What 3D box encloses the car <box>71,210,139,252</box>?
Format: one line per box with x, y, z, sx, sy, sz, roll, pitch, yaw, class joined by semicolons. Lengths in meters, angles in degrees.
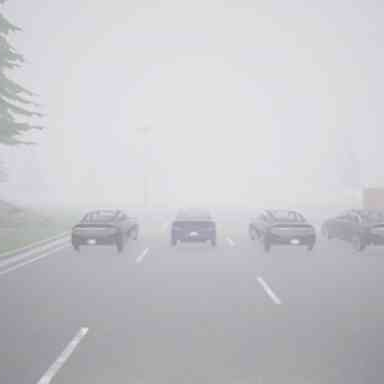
-3.432;1.488;13.864;2.128;1.511;4.902;0;0;0;car

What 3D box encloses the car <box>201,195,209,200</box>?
3.494;1.524;89.140;1.994;1.385;4.181;0;0;0;car

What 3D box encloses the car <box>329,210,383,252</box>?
7.069;1.488;13.865;2.128;1.511;4.902;0;0;0;car

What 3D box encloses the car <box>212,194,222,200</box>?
6.994;1.498;89.232;2.128;1.511;4.902;0;0;0;car

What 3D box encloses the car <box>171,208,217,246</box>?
0.076;1.473;15.391;1.882;1.535;5.008;0;0;0;car

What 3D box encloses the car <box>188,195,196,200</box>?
-0.006;1.464;88.879;1.837;1.490;4.892;0;0;0;car

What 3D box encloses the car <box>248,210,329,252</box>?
3.568;1.488;13.864;2.128;1.511;4.902;0;0;0;car

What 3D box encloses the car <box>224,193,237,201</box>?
10.494;1.198;88.110;2.150;2.045;5.566;0;0;0;car
